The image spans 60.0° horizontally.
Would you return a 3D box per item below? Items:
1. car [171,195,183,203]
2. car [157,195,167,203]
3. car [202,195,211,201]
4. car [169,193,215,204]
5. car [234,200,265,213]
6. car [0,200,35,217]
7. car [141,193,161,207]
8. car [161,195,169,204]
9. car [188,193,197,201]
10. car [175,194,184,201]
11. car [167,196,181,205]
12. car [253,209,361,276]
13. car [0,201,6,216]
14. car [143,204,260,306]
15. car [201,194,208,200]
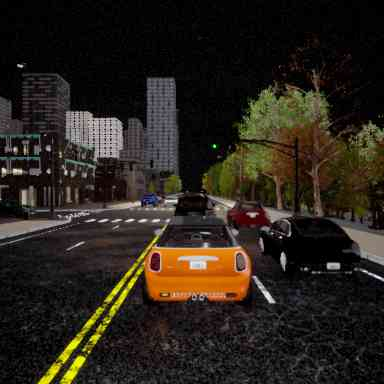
[{"bbox_3d":[-3.121,1.503,70.273,2.128,1.511,4.902,0,0,0],"label":"car"},{"bbox_3d":[-6.371,1.478,71.496,1.837,1.490,4.892,0,0,0],"label":"car"},{"bbox_3d":[3.396,1.505,80.707,2.033,1.411,5.357,0,0,0],"label":"car"},{"bbox_3d":[0.135,1.220,18.303,2.150,2.045,5.566,0,0,0],"label":"car"},{"bbox_3d":[3.388,1.347,20.652,2.097,1.767,4.553,0,0,0],"label":"car"},{"bbox_3d":[-18.056,1.550,32.986,4.553,1.767,2.097,-1,1,1],"label":"car"},{"bbox_3d":[-6.497,1.208,51.317,2.150,2.045,5.566,0,0,0],"label":"car"},{"bbox_3d":[-3.251,1.512,50.966,1.812,1.442,4.674,0,0,0],"label":"car"},{"bbox_3d":[0.146,1.190,80.742,2.150,2.045,5.566,0,0,0],"label":"car"},{"bbox_3d":[-3.095,1.314,84.309,2.097,1.767,4.553,0,0,0],"label":"car"},{"bbox_3d":[-3.214,1.473,60.187,2.128,1.511,4.902,0,0,0],"label":"car"},{"bbox_3d":[3.369,1.504,10.332,1.837,1.490,4.892,0,0,0],"label":"car"},{"bbox_3d":[-19.899,1.812,30.314,4.313,1.339,1.947,-1,1,0],"label":"car"},{"bbox_3d":[0.115,1.350,8.179,2.097,1.767,4.553,0,0,0],"label":"car"},{"bbox_3d":[3.415,1.324,91.125,1.812,1.442,4.674,0,0,0],"label":"car"}]
